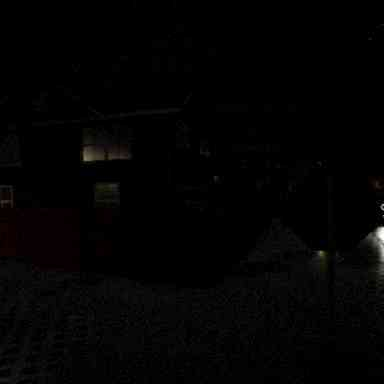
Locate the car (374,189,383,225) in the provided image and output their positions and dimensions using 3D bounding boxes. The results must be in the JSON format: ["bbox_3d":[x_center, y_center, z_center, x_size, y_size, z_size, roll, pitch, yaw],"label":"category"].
[{"bbox_3d":[10.294,0.623,16.960,2.097,1.767,4.553,-1,1,19],"label":"car"}]
